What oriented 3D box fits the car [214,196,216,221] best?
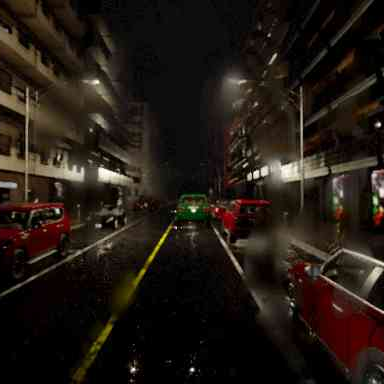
[{"bbox_3d":[2.549,1.404,26.523,1.967,1.590,4.097,1,0,0],"label":"car"}]

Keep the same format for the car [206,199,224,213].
[{"bbox_3d":[2.545,1.543,37.586,1.802,1.307,4.206,1,0,0],"label":"car"}]

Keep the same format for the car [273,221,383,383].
[{"bbox_3d":[2.592,1.432,4.398,1.967,1.590,4.097,1,0,0],"label":"car"}]

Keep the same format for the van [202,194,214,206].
[{"bbox_3d":[2.549,1.313,54.180,1.690,1.788,3.998,1,0,0],"label":"van"}]

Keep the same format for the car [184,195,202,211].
[{"bbox_3d":[0.098,1.313,41.169,2.097,1.767,4.553,0,0,0],"label":"car"}]

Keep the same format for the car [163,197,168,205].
[{"bbox_3d":[-5.303,1.561,59.765,1.802,1.307,4.206,1,0,0],"label":"car"}]

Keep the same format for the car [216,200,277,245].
[{"bbox_3d":[2.553,1.289,15.459,2.192,1.841,5.009,1,0,0],"label":"car"}]

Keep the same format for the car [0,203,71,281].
[{"bbox_3d":[-5.293,1.298,9.987,2.192,1.841,5.009,1,0,0],"label":"car"}]

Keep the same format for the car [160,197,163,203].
[{"bbox_3d":[-5.301,1.508,43.172,1.887,1.381,4.507,1,0,0],"label":"car"}]

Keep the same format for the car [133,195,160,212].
[{"bbox_3d":[-5.295,1.276,37.640,2.192,1.841,5.009,1,0,0],"label":"car"}]

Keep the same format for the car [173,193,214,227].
[{"bbox_3d":[0.098,1.190,22.760,2.150,2.045,5.566,0,0,0],"label":"car"}]

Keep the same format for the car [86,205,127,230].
[{"bbox_3d":[-5.300,1.534,21.051,1.947,1.339,4.313,1,0,0],"label":"car"}]
